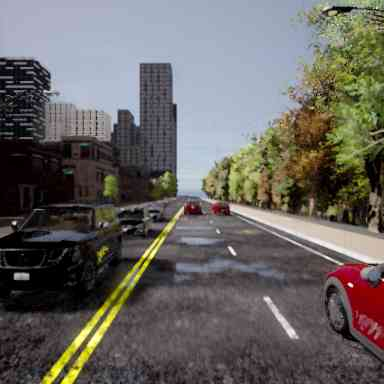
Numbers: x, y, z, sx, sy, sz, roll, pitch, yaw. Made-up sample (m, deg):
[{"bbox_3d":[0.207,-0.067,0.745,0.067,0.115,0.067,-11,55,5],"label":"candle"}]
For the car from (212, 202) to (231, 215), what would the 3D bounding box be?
[{"bbox_3d":[3.354,1.860,38.750,1.882,1.535,5.008,0,-1,0],"label":"car"}]

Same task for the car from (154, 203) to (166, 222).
[{"bbox_3d":[-3.334,1.784,29.545,2.128,1.511,4.902,0,-1,0],"label":"car"}]

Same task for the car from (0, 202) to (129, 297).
[{"bbox_3d":[-3.362,1.314,9.208,2.150,2.045,5.566,0,-1,-1],"label":"car"}]

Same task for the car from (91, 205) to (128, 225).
[{"bbox_3d":[-6.596,1.831,26.984,1.994,1.385,4.181,0,-1,-1],"label":"car"}]

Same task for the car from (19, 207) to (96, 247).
[{"bbox_3d":[-6.595,1.646,16.987,1.882,1.535,5.008,0,-1,0],"label":"car"}]

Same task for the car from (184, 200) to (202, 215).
[{"bbox_3d":[0.103,1.741,39.419,2.097,1.767,4.553,0,-1,0],"label":"car"}]

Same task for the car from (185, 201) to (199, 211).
[{"bbox_3d":[0.013,2.053,49.738,1.994,1.385,4.181,0,-1,0],"label":"car"}]

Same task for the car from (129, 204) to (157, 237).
[{"bbox_3d":[-3.346,1.696,19.236,1.837,1.490,4.892,0,-1,0],"label":"car"}]

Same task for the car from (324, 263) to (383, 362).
[{"bbox_3d":[3.351,1.393,3.979,2.097,1.767,4.553,0,-1,0],"label":"car"}]
